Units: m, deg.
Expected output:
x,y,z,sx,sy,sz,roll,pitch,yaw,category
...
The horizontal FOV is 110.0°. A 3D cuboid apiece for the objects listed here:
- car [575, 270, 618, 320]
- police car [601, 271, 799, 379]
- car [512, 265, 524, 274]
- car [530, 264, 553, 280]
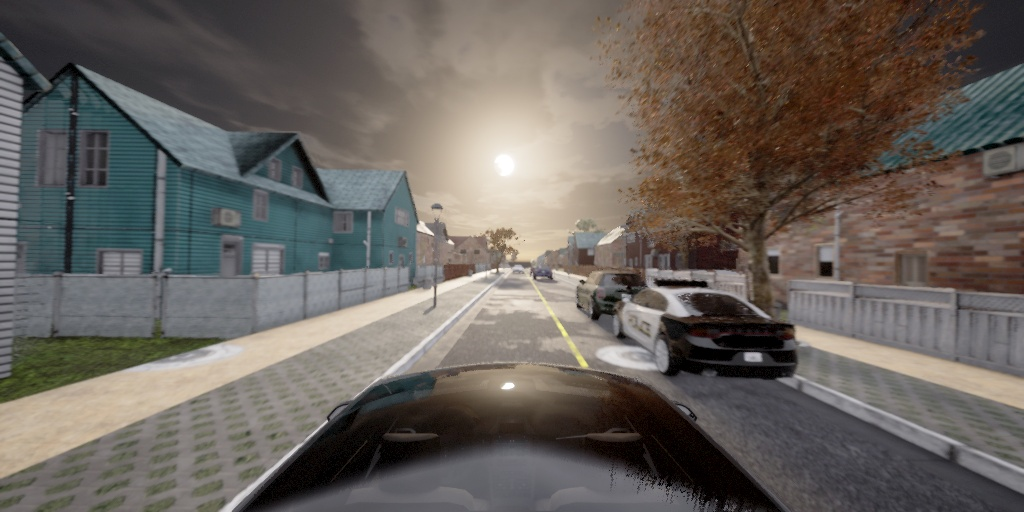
x,y,z,sx,sy,sz,roll,pitch,yaw,category
3.725,1.320,13.740,2.097,1.767,4.553,1,-1,1,car
3.612,1.321,7.880,1.930,1.638,5.238,1,-1,1,police car
1.018,2.195,59.341,1.812,1.442,4.674,1,-1,1,car
3.502,1.762,41.578,2.097,1.767,4.553,1,-1,1,car
